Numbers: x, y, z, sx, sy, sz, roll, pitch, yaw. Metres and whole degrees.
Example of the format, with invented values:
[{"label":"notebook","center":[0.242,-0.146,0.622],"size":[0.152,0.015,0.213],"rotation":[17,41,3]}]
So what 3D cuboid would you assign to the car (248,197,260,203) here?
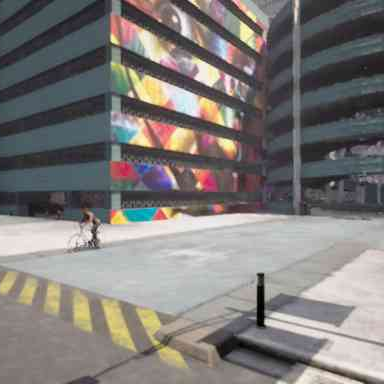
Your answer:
[{"label":"car","center":[17.871,2.216,92.421],"size":[4.892,1.521,2.231],"rotation":[0,-1,38]}]

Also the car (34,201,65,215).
[{"label":"car","center":[-15.697,1.719,36.205],"size":[4.786,1.482,2.161],"rotation":[0,-1,38]}]

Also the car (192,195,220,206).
[{"label":"car","center":[2.444,1.515,60.229],"size":[5.566,2.045,2.435],"rotation":[0,-1,38]}]

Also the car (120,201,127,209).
[{"label":"car","center":[-8.250,1.835,45.109],"size":[4.718,1.301,1.895],"rotation":[0,-1,38]}]

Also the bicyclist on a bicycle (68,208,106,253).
[{"label":"bicyclist on a bicycle","center":[-3.878,1.405,12.439],"size":[0.582,1.620,1.656],"rotation":[0,-1,38]}]

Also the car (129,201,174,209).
[{"label":"car","center":[-3.538,1.582,31.973],"size":[4.674,1.452,2.002],"rotation":[0,-1,38]}]
